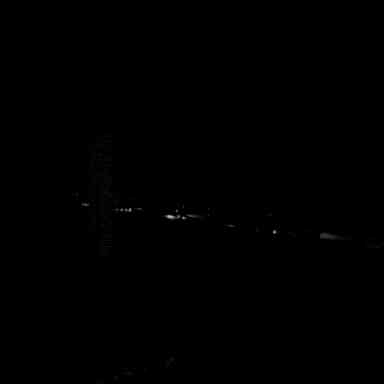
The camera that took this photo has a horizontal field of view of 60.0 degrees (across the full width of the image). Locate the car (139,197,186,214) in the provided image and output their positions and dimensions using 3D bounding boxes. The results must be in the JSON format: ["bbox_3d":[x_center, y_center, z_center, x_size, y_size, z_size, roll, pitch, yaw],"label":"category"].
[{"bbox_3d":[-2.715,1.102,28.999,2.033,1.411,5.357,0,1,-35],"label":"car"}]

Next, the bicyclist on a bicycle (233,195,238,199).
[{"bbox_3d":[3.910,1.085,29.949,1.656,1.620,0.582,-1,1,-35],"label":"bicyclist on a bicycle"}]

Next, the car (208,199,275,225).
[{"bbox_3d":[2.968,1.208,20.863,2.128,1.511,4.902,0,1,-35],"label":"car"}]

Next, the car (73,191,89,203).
[{"bbox_3d":[-14.425,0.724,45.875,1.837,1.490,4.892,0,1,-34],"label":"car"}]

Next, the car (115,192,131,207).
[{"bbox_3d":[-8.500,0.741,37.313,2.097,1.767,4.553,0,1,-35],"label":"car"}]
